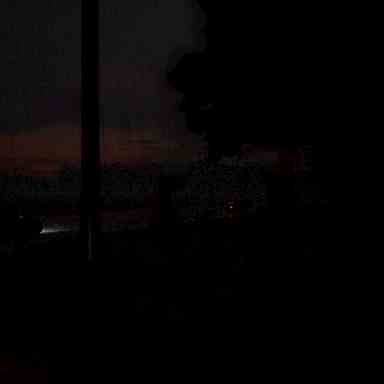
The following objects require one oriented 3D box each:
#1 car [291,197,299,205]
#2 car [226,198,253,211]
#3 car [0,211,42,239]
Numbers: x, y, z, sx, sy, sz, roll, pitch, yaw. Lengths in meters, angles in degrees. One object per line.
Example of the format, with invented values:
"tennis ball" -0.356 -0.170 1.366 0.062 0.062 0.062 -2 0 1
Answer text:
"car" 18.797 1.579 62.417 1.812 1.442 4.674 3 1 30
"car" 5.917 1.505 40.868 1.837 1.490 4.892 3 1 32
"car" -9.495 1.618 16.590 1.994 1.385 4.181 2 2 14
